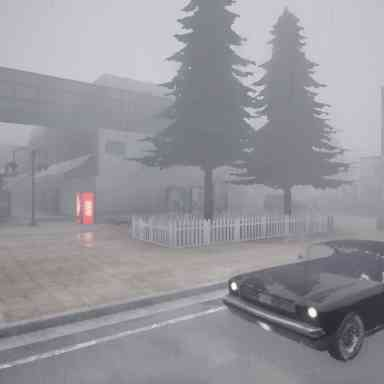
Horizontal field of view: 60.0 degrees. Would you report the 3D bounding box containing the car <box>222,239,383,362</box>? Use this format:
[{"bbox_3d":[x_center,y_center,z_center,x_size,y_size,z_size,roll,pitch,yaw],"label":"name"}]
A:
[{"bbox_3d":[2.837,1.601,6.017,4.718,1.301,1.895,0,0,-36],"label":"car"}]

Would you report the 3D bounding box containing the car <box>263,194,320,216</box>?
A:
[{"bbox_3d":[9.172,1.206,31.157,2.150,2.045,5.566,0,0,-34],"label":"car"}]
